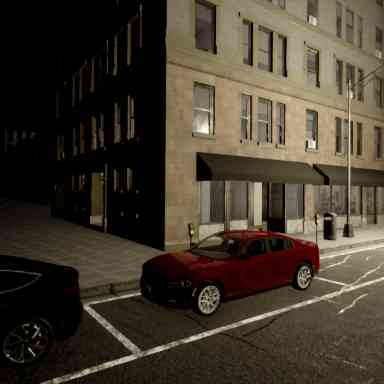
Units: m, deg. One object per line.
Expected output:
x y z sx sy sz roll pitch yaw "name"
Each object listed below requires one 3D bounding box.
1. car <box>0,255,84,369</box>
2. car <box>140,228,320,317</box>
-3.604 1.566 4.187 4.313 1.339 1.947 0 1 -35 "car"
1.017 1.545 7.477 4.507 1.381 1.887 0 1 -35 "car"
